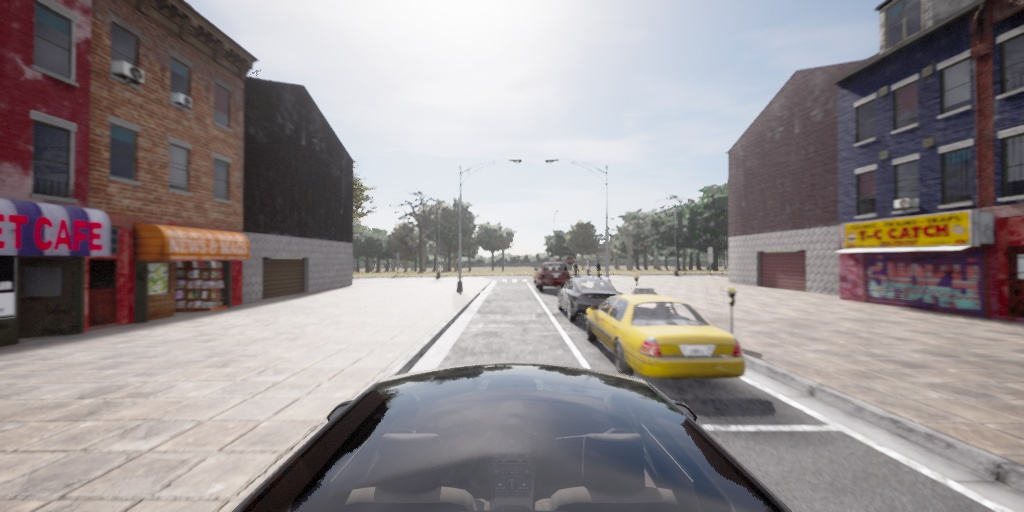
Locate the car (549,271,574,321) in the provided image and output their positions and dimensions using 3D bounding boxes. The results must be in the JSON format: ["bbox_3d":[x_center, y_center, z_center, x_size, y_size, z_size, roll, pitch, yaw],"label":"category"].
[{"bbox_3d":[2.638,1.425,12.786,2.007,1.370,4.403,0,0,0],"label":"car"}]

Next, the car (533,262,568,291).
[{"bbox_3d":[2.638,1.318,23.877,2.192,1.841,5.009,0,0,0],"label":"car"}]

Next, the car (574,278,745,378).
[{"bbox_3d":[2.638,1.335,7.413,1.751,1.417,4.829,0,0,0],"label":"car"}]

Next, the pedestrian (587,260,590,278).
[{"bbox_3d":[7.010,1.241,32.867,0.375,1.860,0.375,0,-1,0],"label":"pedestrian"}]

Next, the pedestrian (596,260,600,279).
[{"bbox_3d":[8.010,1.232,33.467,0.375,1.860,0.375,0,-1,0],"label":"pedestrian"}]

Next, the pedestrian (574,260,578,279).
[{"bbox_3d":[6.010,1.263,34.067,0.375,1.860,0.375,0,-1,0],"label":"pedestrian"}]
